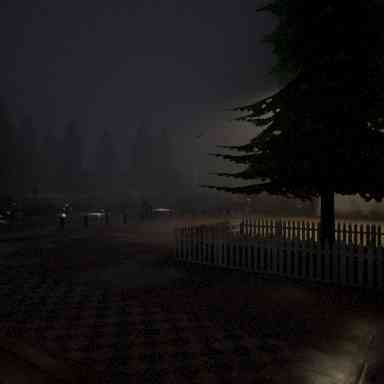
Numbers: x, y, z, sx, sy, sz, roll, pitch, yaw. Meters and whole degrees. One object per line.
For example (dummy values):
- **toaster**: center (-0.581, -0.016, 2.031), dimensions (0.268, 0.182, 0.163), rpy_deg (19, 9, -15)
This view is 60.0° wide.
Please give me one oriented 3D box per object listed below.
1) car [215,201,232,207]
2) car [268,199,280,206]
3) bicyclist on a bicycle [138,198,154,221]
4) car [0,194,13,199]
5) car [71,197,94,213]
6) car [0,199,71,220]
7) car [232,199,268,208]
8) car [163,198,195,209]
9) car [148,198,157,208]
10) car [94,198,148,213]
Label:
- **car**: center (5.147, 1.564, 48.961), dimensions (1.994, 1.385, 4.181), rpy_deg (0, 0, 35)
- **car**: center (14.328, 1.547, 55.741), dimensions (2.033, 1.411, 5.357), rpy_deg (0, 0, 36)
- **bicyclist on a bicycle**: center (-3.385, 1.302, 24.388), dimensions (1.656, 1.620, 0.582), rpy_deg (0, 0, 36)
- **car**: center (-18.174, 1.222, 28.597), dimensions (2.150, 2.045, 5.566), rpy_deg (0, 0, 35)
- **car**: center (-12.570, 1.352, 36.448), dimensions (2.097, 1.767, 4.553), rpy_deg (0, 0, 36)
- **car**: center (-13.687, 1.547, 28.861), dimensions (2.033, 1.411, 5.357), rpy_deg (0, 0, 35)
- **car**: center (8.414, 1.221, 47.443), dimensions (2.150, 2.045, 5.566), rpy_deg (0, 0, 36)
- **car**: center (-1.665, 1.547, 45.680), dimensions (2.033, 1.411, 5.357), rpy_deg (0, 0, 36)
- **car**: center (-6.621, 1.526, 44.779), dimensions (1.812, 1.442, 4.674), rpy_deg (0, 0, 36)
- **car**: center (-7.838, 1.547, 37.055), dimensions (2.033, 1.411, 5.357), rpy_deg (0, 0, 35)
